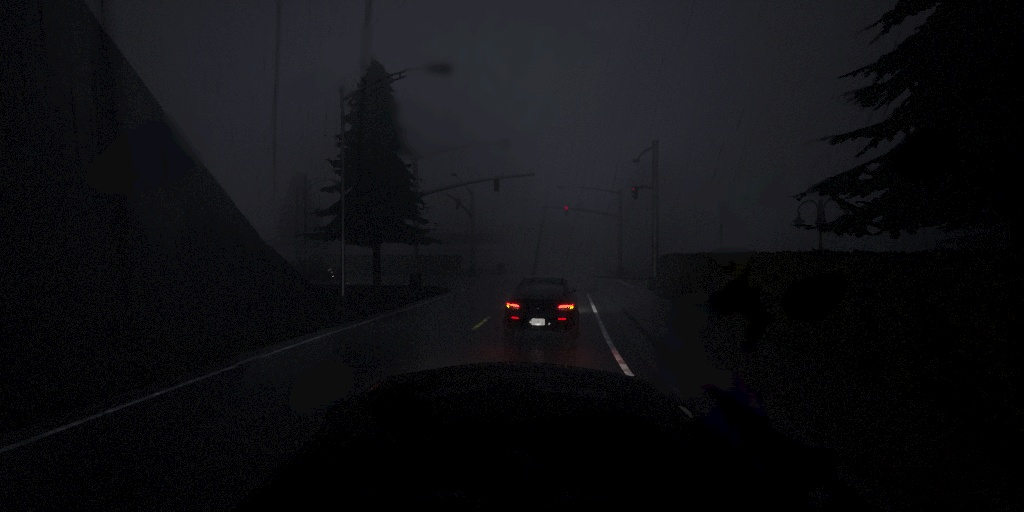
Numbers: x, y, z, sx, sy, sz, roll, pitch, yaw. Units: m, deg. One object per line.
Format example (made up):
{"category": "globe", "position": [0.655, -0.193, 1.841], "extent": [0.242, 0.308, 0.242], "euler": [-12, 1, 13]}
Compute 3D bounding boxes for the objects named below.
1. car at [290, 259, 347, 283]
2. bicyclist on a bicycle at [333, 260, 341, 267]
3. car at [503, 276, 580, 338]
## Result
{"category": "car", "position": [-15.324, 1.102, 27.986], "extent": [4.553, 1.767, 2.097], "euler": [0, 0, 9]}
{"category": "bicyclist on a bicycle", "position": [-17.340, 1.203, 35.410], "extent": [0.582, 1.620, 1.656], "euler": [0, 0, 8]}
{"category": "car", "position": [0.927, 1.276, 10.119], "extent": [1.812, 1.442, 4.674], "euler": [0, 0, 9]}
